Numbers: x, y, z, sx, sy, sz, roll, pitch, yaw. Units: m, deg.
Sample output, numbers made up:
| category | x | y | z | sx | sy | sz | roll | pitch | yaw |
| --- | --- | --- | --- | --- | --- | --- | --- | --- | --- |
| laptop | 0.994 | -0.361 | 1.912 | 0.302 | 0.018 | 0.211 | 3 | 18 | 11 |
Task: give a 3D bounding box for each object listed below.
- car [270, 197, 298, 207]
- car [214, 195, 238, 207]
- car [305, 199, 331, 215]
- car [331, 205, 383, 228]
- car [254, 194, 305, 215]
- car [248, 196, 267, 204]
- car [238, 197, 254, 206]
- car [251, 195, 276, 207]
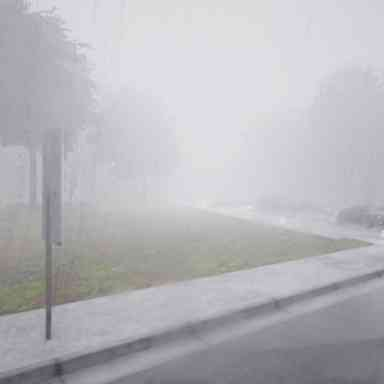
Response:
| category | x | y | z | sx | sy | sz | roll | pitch | yaw |
| --- | --- | --- | --- | --- | --- | --- | --- | --- | --- |
| car | 14.532 | 1.514 | 53.074 | 2.033 | 1.411 | 5.357 | 0 | 0 | -12 |
| car | 4.940 | 1.303 | 51.104 | 2.097 | 1.767 | 4.553 | 0 | 0 | -12 |
| car | 12.113 | 1.449 | 33.010 | 2.128 | 1.511 | 4.902 | 0 | 0 | -12 |
| car | 11.283 | 1.513 | 21.432 | 1.994 | 1.385 | 4.181 | 0 | 0 | -12 |
| car | 8.673 | 1.176 | 33.531 | 2.150 | 2.045 | 5.566 | 0 | 0 | -12 |
| car | 12.342 | 1.521 | 63.229 | 1.994 | 1.385 | 4.181 | 0 | 0 | -12 |
| car | 7.920 | 1.520 | 52.744 | 1.994 | 1.385 | 4.181 | 0 | 0 | -12 |
| car | 11.268 | 1.314 | 52.796 | 2.097 | 1.767 | 4.553 | 0 | 0 | -12 |
